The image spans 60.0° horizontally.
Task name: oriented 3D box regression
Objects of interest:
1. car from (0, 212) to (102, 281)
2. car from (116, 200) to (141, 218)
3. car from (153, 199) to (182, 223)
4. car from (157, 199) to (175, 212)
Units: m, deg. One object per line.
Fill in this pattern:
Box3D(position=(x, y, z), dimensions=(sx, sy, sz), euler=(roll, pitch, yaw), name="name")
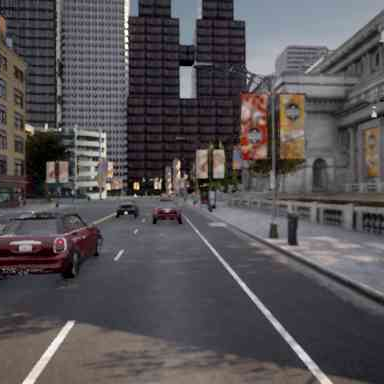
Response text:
Box3D(position=(-4.187, 1.384, 10.186), dimensions=(2.097, 1.767, 4.553), euler=(0, 0, -4), name="car")
Box3D(position=(-5.878, 1.553, 31.015), dimensions=(1.837, 1.490, 4.892), euler=(0, 0, -5), name="car")
Box3D(position=(-1.931, 1.373, 25.777), dimensions=(2.097, 1.767, 4.553), euler=(0, 0, -5), name="car")
Box3D(position=(-3.270, 1.582, 41.782), dimensions=(2.033, 1.411, 5.357), euler=(0, 0, -5), name="car")
